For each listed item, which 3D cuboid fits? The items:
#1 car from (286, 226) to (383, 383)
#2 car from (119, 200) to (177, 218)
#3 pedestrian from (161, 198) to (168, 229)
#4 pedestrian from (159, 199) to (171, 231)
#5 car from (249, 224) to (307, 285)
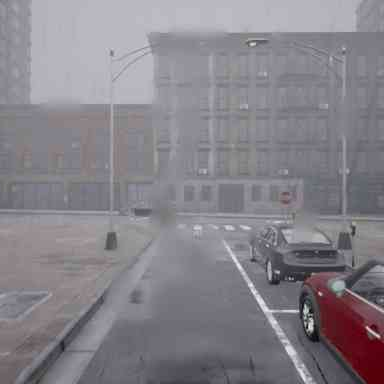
[{"bbox_3d":[2.664,1.440,3.759,1.967,1.590,4.097,0,0,0],"label":"car"},{"bbox_3d":[-3.710,1.456,28.439,4.902,1.511,2.128,1,0,1],"label":"car"},{"bbox_3d":[-1.633,1.298,20.000,0.375,1.860,0.375,0,0,0],"label":"pedestrian"},{"bbox_3d":[-1.570,1.296,19.200,0.375,1.860,0.375,0,0,0],"label":"pedestrian"},{"bbox_3d":[2.692,1.552,9.263,2.008,1.369,4.403,0,0,0],"label":"car"}]
